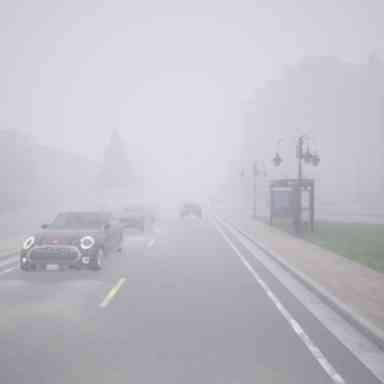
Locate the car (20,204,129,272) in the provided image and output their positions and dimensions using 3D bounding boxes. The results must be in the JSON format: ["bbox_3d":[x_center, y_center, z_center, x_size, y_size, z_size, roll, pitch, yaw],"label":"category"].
[{"bbox_3d":[-3.629,1.361,10.879,2.097,1.767,4.553,0,0,0],"label":"car"}]

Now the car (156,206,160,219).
[{"bbox_3d":[-3.599,1.617,26.076,1.895,1.301,4.718,0,0,0],"label":"car"}]

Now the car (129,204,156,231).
[{"bbox_3d":[-3.635,1.492,20.689,1.882,1.535,5.008,0,0,0],"label":"car"}]

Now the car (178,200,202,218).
[{"bbox_3d":[-0.182,1.516,30.002,1.837,1.490,4.892,0,0,-4],"label":"car"}]
